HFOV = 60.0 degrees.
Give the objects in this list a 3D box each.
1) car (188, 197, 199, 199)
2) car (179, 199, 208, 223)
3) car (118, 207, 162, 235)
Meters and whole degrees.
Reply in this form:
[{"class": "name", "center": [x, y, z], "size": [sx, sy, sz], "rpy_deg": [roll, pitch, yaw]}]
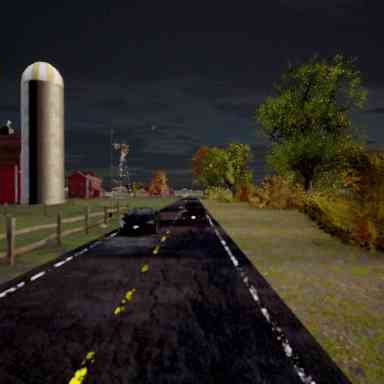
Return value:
[{"class": "car", "center": [0.134, 1.398, 42.005], "size": [2.097, 1.767, 4.553], "rpy_deg": [0, 0, 0]}, {"class": "car", "center": [0.110, 1.504, 25.154], "size": [1.837, 1.490, 4.892], "rpy_deg": [0, -1, 0]}, {"class": "car", "center": [-2.816, 1.557, 18.644], "size": [1.994, 1.385, 4.181], "rpy_deg": [0, 0, 0]}]
